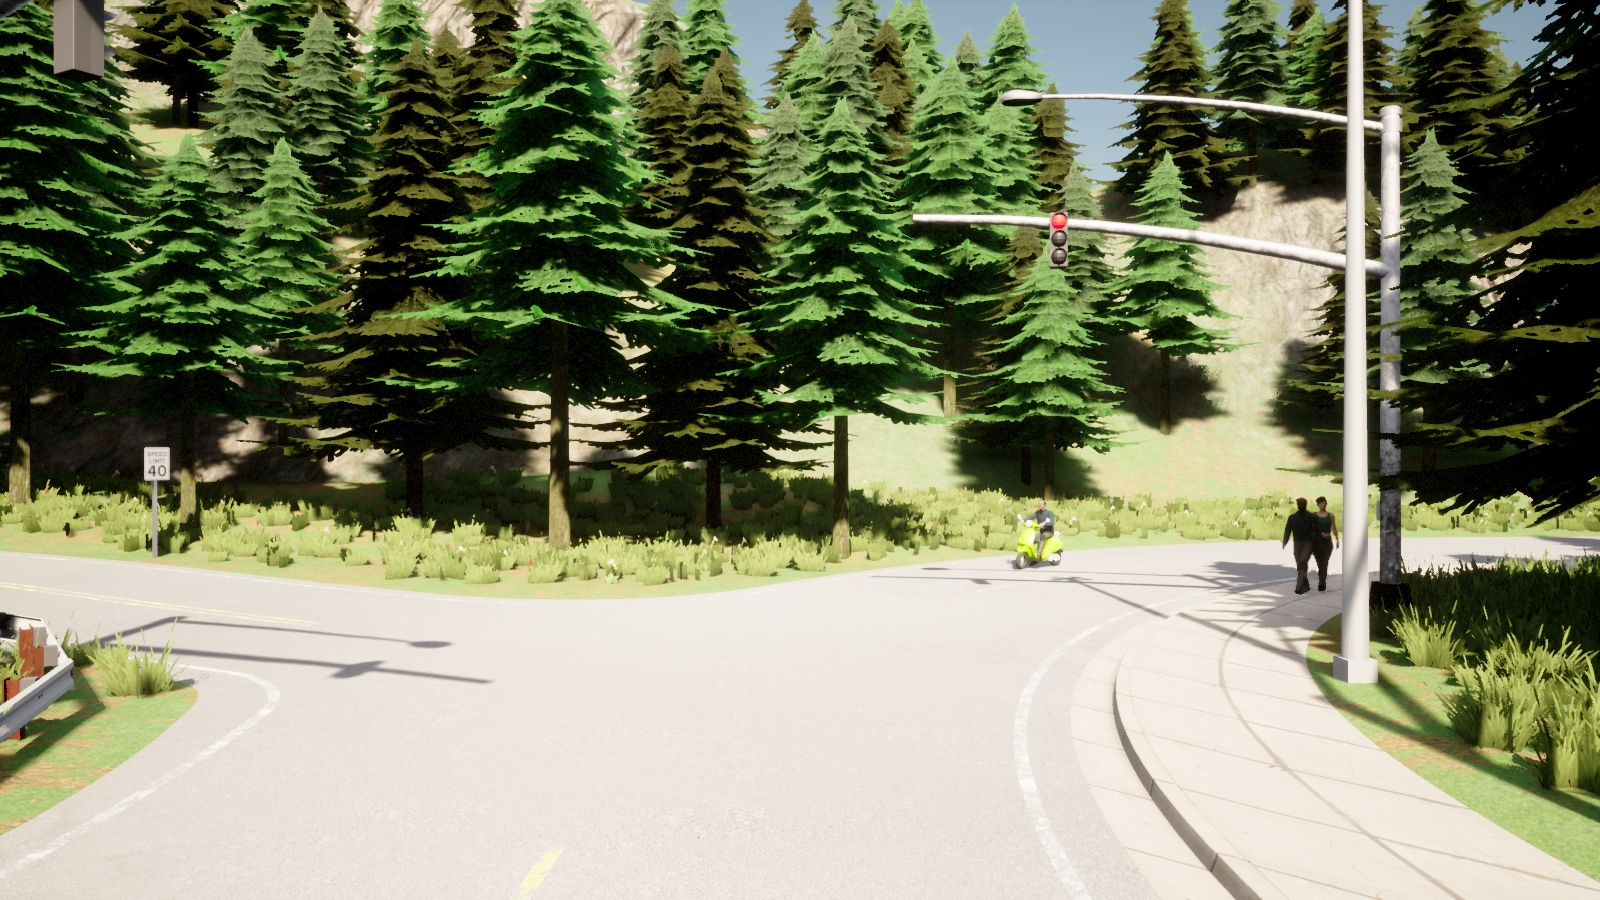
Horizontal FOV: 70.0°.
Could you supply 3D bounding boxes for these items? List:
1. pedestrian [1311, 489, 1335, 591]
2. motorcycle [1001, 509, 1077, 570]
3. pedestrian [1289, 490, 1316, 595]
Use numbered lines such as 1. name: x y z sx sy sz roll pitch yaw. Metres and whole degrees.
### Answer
1. pedestrian: 9.726 1.668 21.249 0.375 1.860 0.375 0 0 29
2. motorcycle: 5.702 2.113 27.217 1.805 1.316 0.856 0 0 -41
3. pedestrian: 9.117 1.668 20.732 0.375 1.860 0.375 0 0 37
